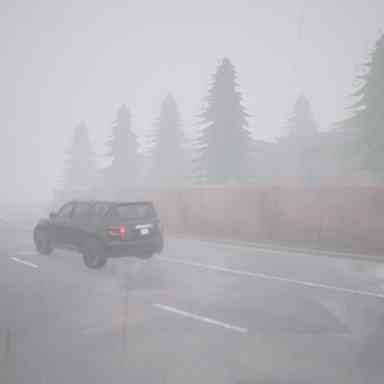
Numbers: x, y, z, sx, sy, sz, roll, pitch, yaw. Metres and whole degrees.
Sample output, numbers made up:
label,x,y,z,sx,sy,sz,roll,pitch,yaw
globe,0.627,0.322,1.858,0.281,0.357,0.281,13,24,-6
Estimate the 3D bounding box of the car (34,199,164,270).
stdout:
label,x,y,z,sx,sy,sz,roll,pitch,yaw
car,-3.373,1.245,11.486,5.566,2.045,2.150,0,0,42
